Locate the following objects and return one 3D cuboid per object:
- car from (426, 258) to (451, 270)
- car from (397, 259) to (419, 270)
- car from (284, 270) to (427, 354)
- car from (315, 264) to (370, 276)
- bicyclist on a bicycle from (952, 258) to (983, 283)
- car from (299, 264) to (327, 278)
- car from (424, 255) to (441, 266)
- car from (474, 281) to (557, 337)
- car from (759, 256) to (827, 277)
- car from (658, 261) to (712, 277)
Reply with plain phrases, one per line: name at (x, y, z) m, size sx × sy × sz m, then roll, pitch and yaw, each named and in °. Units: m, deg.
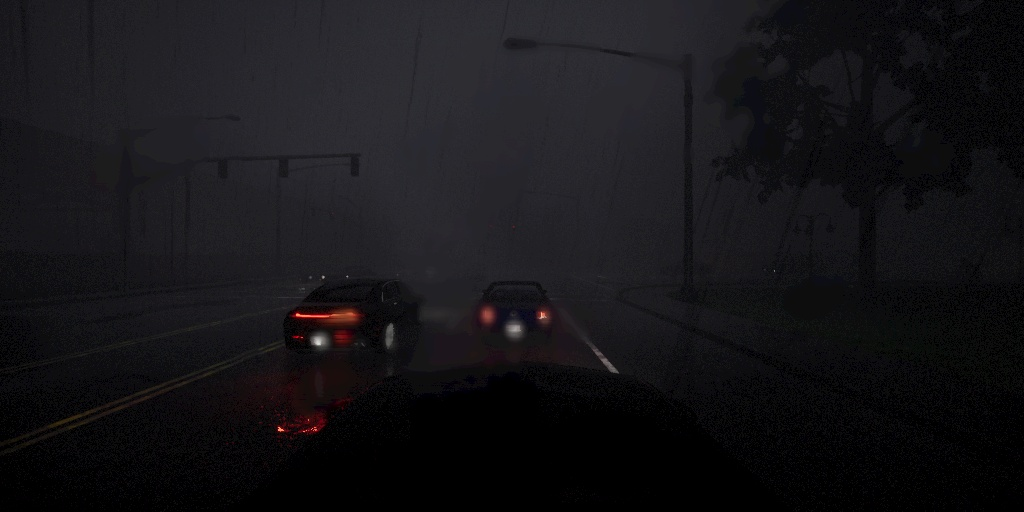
car at (-10.504, 1.275, 51.268) m, size 1.895 × 1.301 × 4.718 m, roll 0°, pitch 0°, yaw 0°
car at (-14.010, 1.197, 48.575) m, size 1.837 × 1.490 × 4.892 m, roll 0°, pitch 0°, yaw 0°
car at (-3.405, 1.255, 8.741) m, size 1.837 × 1.490 × 4.892 m, roll 0°, pitch 0°, yaw 0°
car at (-10.560, 1.351, 23.581) m, size 1.895 × 1.301 × 4.718 m, roll 0°, pitch 0°, yaw 0°
bicyclist on a bicycle at (31.008, 0.974, 24.442) m, size 0.582 × 1.620 × 1.656 m, roll 0°, pitch 0°, yaw -1°
car at (-14.053, 1.314, 26.990) m, size 1.994 × 1.385 × 4.181 m, roll 0°, pitch 0°, yaw 0°
car at (-13.939, 0.767, 63.371) m, size 2.150 × 2.045 × 5.566 m, roll 0°, pitch 0°, yaw 1°
car at (0.098, 1.351, 10.229) m, size 1.895 × 1.301 × 4.718 m, roll 0°, pitch 0°, yaw 0°
car at (27.267, 0.971, 34.825) m, size 5.566 × 2.045 × 2.150 m, roll 0°, pitch 0°, yaw -1°
car at (16.628, 1.242, 34.571) m, size 4.902 × 1.511 × 2.128 m, roll 0°, pitch 0°, yaw -1°
